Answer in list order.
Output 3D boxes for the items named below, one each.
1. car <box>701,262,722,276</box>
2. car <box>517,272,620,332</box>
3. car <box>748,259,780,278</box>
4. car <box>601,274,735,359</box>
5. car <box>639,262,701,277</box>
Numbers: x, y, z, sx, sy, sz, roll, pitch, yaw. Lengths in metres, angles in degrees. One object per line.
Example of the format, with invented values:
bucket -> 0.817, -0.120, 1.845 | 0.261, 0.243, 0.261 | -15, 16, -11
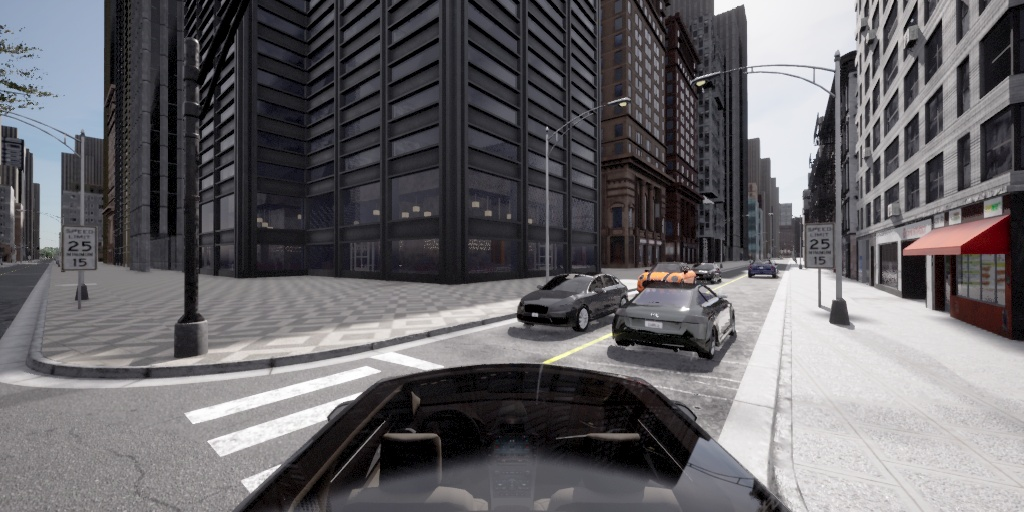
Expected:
car -> 14.695, 1.259, 27.379 | 1.837, 1.490, 4.892 | 0, 0, 38
car -> 2.084, 1.268, 11.185 | 1.837, 1.490, 4.892 | 0, 0, 38
car -> 23.601, 1.084, 33.697 | 2.097, 1.767, 4.553 | 0, 0, 38
car -> 4.006, 1.312, 8.606 | 1.994, 1.385, 4.181 | 0, 0, 38
car -> 8.398, 1.111, 19.302 | 2.097, 1.767, 4.553 | 0, 0, 38
